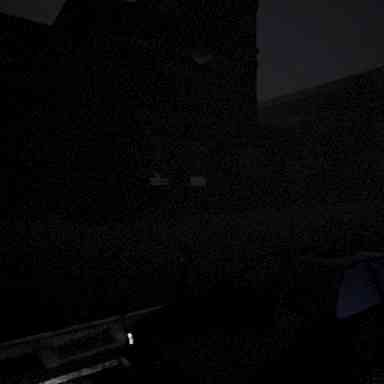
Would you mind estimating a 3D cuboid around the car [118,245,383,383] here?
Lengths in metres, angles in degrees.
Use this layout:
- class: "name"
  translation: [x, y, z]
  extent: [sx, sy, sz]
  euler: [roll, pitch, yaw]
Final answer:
- class: "car"
  translation: [1.776, 1.521, 4.642]
  extent: [5.357, 1.411, 2.033]
  euler: [-1, 0, -35]
